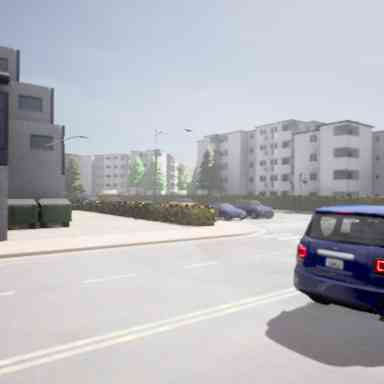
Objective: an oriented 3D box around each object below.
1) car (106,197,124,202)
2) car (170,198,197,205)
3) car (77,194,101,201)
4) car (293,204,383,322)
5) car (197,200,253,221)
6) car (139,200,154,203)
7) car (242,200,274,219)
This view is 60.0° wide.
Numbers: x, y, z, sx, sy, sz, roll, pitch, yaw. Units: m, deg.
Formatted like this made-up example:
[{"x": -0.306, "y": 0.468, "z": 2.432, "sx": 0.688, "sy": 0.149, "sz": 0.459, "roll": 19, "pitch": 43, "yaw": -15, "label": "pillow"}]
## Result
[{"x": -13.216, "y": 1.701, "z": 57.023, "sx": 1.837, "sy": 1.490, "sz": 4.892, "roll": 1, "pitch": -1, "yaw": -40, "label": "car"}, {"x": -0.872, "y": 1.551, "z": 40.248, "sx": 2.097, "sy": 1.767, "sz": 4.553, "roll": 1, "pitch": -1, "yaw": -36, "label": "car"}, {"x": -17.688, "y": 1.381, "z": 56.981, "sx": 2.150, "sy": 2.045, "sz": 5.566, "roll": 1, "pitch": -1, "yaw": -45, "label": "car"}, {"x": 4.517, "y": 1.288, "z": 7.004, "sx": 5.566, "sy": 2.045, "sz": 2.150, "roll": 1, "pitch": 0, "yaw": -35, "label": "car"}, {"x": 2.757, "y": 1.693, "z": 29.186, "sx": 1.812, "sy": 1.442, "sz": 4.674, "roll": 1, "pitch": 0, "yaw": -36, "label": "car"}, {"x": -5.511, "y": 1.730, "z": 40.703, "sx": 1.994, "sy": 1.385, "sz": 4.181, "roll": 1, "pitch": 0, "yaw": -36, "label": "car"}, {"x": 5.544, "y": 1.549, "z": 31.311, "sx": 2.097, "sy": 1.767, "sz": 4.553, "roll": 1, "pitch": 0, "yaw": -36, "label": "car"}]
